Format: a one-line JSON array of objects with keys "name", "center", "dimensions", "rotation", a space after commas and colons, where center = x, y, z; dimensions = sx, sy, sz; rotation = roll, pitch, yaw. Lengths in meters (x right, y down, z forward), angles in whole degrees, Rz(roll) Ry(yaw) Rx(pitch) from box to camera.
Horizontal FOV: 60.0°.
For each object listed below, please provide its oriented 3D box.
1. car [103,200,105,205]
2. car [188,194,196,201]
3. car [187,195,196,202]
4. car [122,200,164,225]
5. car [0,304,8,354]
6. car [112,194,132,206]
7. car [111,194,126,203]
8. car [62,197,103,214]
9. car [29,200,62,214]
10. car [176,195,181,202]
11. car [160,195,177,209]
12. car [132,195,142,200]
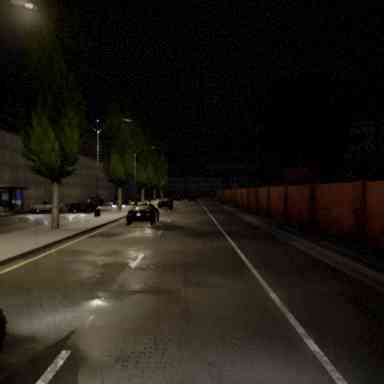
[{"name": "car", "center": [-15.089, 1.448, 52.051], "dimensions": [1.812, 1.442, 4.674], "rotation": [0, 0, 0]}, {"name": "car", "center": [-0.032, 1.337, 80.953], "dimensions": [1.812, 1.442, 4.674], "rotation": [0, 0, 0]}, {"name": "car", "center": [-0.028, 1.377, 70.695], "dimensions": [1.837, 1.490, 4.892], "rotation": [0, 0, 0]}, {"name": "car", "center": [-3.409, 1.512, 23.770], "dimensions": [2.033, 1.411, 5.357], "rotation": [0, 0, 0]}, {"name": "car", "center": [-3.401, 1.522, 2.560], "dimensions": [1.812, 1.442, 4.674], "rotation": [0, 0, 0]}, {"name": "car", "center": [-11.577, 1.444, 54.210], "dimensions": [1.812, 1.442, 4.674], "rotation": [0, 0, 0]}, {"name": "car", "center": [-15.027, 1.251, 68.313], "dimensions": [2.097, 1.767, 4.553], "rotation": [0, 0, 0]}, {"name": "car", "center": [-11.610, 1.494, 35.620], "dimensions": [2.033, 1.411, 5.357], "rotation": [0, 0, 0]}, {"name": "car", "center": [-15.109, 1.548, 34.840], "dimensions": [1.895, 1.301, 4.718], "rotation": [0, 0, 0]}, {"name": "car", "center": [-3.530, 1.413, 75.568], "dimensions": [2.128, 1.511, 4.902], "rotation": [0, 0, 0]}, {"name": "car", "center": [-3.417, 1.482, 43.513], "dimensions": [2.033, 1.411, 5.357], "rotation": [0, 0, 0]}, {"name": "car", "center": [-11.528, 1.432, 69.903], "dimensions": [2.033, 1.411, 5.357], "rotation": [0, 0, 0]}]
